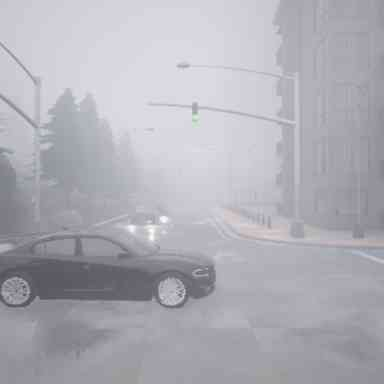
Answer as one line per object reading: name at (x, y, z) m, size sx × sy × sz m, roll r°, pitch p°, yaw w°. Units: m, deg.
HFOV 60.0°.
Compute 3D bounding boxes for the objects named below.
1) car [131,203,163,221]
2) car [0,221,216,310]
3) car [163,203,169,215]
car at (-3.725, 1.728, 27.000) m, size 1.812 × 1.442 × 4.674 m, roll 0°, pitch 0°, yaw 0°
car at (-1.983, 1.554, 7.394) m, size 5.008 × 1.535 × 1.882 m, roll 0°, pitch 0°, yaw 1°
car at (-3.640, 1.868, 37.159) m, size 1.895 × 1.301 × 4.718 m, roll 0°, pitch 0°, yaw 1°
